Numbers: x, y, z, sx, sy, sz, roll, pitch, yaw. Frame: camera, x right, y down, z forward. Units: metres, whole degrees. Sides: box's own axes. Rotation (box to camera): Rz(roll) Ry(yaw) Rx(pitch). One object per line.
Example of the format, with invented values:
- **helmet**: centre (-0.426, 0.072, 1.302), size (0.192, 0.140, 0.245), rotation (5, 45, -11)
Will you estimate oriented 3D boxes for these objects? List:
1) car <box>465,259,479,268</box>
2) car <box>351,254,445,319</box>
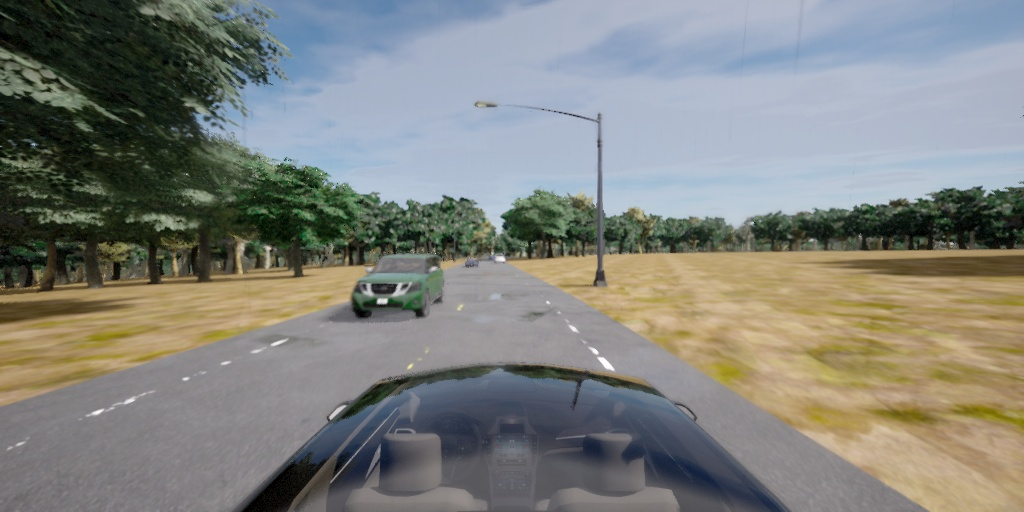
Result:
- **car**: centre (-6.175, 1.081, 55.746), size (1.994, 1.385, 4.181), rotation (0, 1, -3)
- **car**: centre (-3.808, 0.927, 13.046), size (2.150, 2.045, 5.566), rotation (0, 0, -2)
